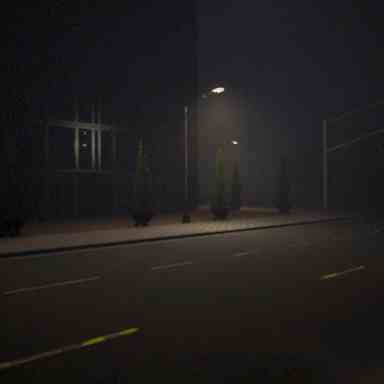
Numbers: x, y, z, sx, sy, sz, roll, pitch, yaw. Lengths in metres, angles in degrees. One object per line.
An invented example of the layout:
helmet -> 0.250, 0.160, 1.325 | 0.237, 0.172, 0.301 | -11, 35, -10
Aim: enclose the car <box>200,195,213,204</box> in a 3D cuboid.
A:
car -> 1.825, 1.240, 56.374 | 1.994, 1.385, 4.181 | -1, 0, -36
